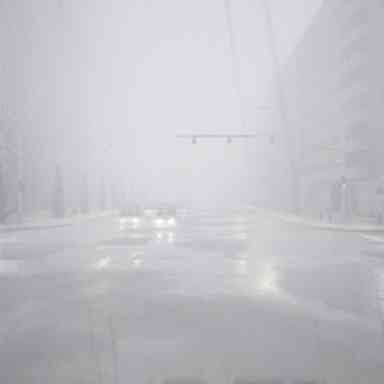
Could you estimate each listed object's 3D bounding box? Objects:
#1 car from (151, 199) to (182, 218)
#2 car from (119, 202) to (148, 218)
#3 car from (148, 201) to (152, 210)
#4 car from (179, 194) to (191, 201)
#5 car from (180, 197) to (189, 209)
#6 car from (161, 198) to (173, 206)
[{"bbox_3d":[-2.484,1.743,33.911,2.128,1.511,4.902,0,0,2],"label":"car"},{"bbox_3d":[-5.998,1.840,33.478,1.994,1.385,4.181,0,0,2],"label":"car"},{"bbox_3d":[-5.522,1.940,48.408,1.994,1.385,4.181,0,0,2],"label":"car"},{"bbox_3d":[-1.360,1.357,67.412,2.150,2.045,5.566,0,0,2],"label":"car"},{"bbox_3d":[-1.901,1.879,51.730,1.837,1.490,4.892,0,-1,2],"label":"car"},{"bbox_3d":[-4.931,2.026,65.359,1.812,1.442,4.674,0,0,2],"label":"car"}]
